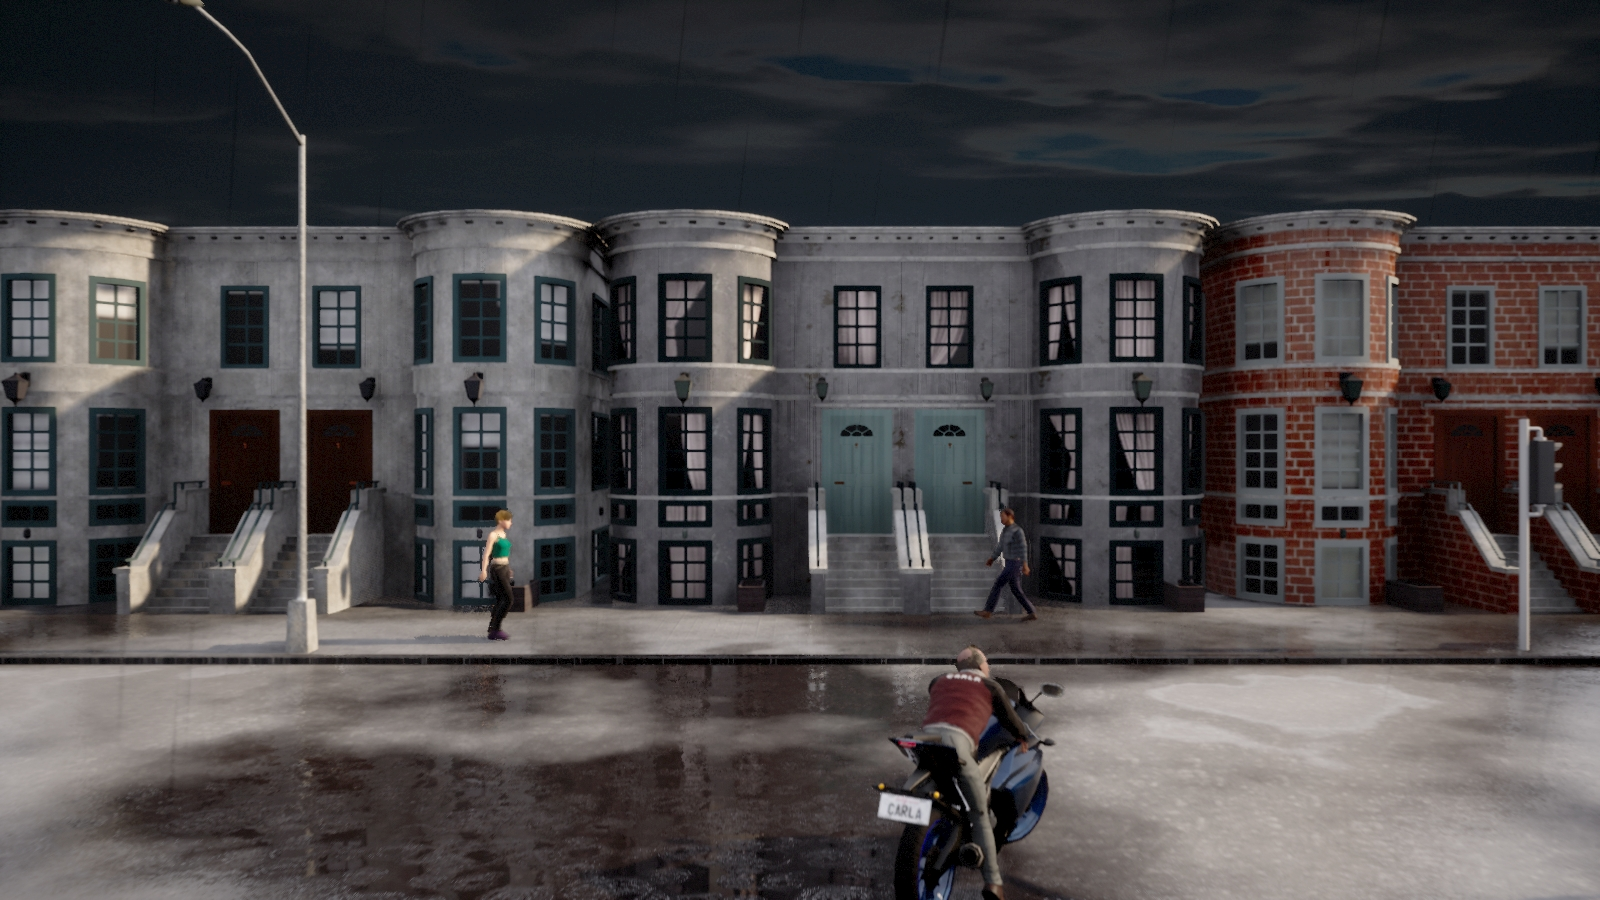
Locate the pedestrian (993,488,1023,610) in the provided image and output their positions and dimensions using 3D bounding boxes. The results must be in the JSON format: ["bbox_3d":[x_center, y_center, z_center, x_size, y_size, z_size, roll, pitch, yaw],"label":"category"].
[{"bbox_3d":[3.226,1.524,17.731,0.375,1.860,0.375,0,0,-4],"label":"pedestrian"}]

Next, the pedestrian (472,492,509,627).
[{"bbox_3d":[-4.351,1.524,16.065,0.375,1.860,0.375,0,0,10],"label":"pedestrian"}]
